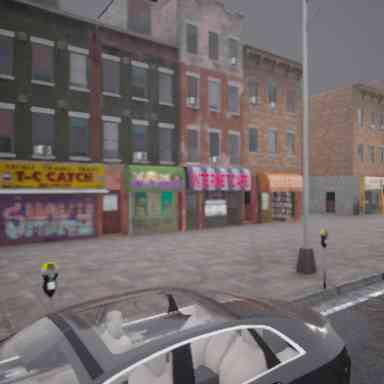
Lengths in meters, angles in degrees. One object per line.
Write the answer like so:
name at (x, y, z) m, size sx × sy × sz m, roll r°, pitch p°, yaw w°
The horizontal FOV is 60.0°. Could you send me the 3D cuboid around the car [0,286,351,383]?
car at (-0.584, 1.546, 2.396) m, size 4.403 × 1.369 × 2.008 m, roll 0°, pitch 0°, yaw -36°
